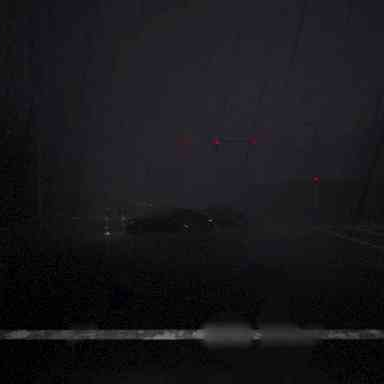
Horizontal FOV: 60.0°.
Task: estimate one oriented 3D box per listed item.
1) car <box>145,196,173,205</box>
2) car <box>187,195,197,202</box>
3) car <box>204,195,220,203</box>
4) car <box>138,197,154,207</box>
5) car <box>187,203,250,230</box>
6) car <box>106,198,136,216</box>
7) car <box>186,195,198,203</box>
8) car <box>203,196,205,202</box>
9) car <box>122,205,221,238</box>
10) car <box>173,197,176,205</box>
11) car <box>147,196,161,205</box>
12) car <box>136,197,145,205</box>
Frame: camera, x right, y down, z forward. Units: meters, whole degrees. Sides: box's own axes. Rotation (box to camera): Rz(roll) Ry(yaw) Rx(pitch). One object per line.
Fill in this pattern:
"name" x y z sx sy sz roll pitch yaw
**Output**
"car" -3.578 1.352 36.992 2.097 1.767 4.553 0 0 0
"car" 0.021 1.412 73.882 1.994 1.385 4.181 0 0 0
"car" 3.615 1.547 55.575 2.033 1.411 5.357 0 0 0
"car" -7.076 1.504 51.677 1.837 1.490 4.892 0 0 0
"car" 1.521 1.593 20.960 4.181 1.385 1.994 0 0 0
"car" -7.085 1.525 32.897 1.812 1.442 4.674 0 0 0
"car" 0.018 1.504 63.773 1.837 1.490 4.892 0 0 0
"car" 3.523 1.354 74.460 2.097 1.767 4.553 0 0 0
"car" -1.047 1.553 17.451 4.674 1.442 1.812 0 0 0
"car" -3.581 1.563 45.562 1.994 1.385 4.181 0 0 0
"car" -7.046 1.491 62.085 2.128 1.511 4.902 0 0 0
"car" -7.082 1.477 42.191 1.882 1.535 5.008 0 0 0
